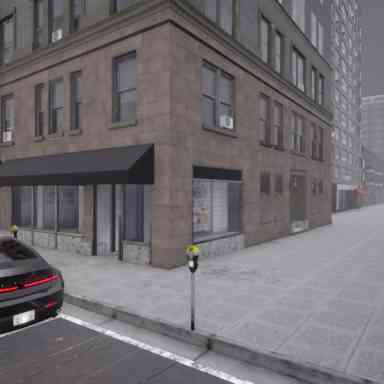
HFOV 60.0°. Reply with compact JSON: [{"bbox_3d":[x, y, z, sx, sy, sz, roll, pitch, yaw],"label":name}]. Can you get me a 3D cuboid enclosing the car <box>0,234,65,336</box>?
[{"bbox_3d":[-4.306,1.506,6.058,4.892,1.490,1.837,0,0,36],"label":"car"}]
